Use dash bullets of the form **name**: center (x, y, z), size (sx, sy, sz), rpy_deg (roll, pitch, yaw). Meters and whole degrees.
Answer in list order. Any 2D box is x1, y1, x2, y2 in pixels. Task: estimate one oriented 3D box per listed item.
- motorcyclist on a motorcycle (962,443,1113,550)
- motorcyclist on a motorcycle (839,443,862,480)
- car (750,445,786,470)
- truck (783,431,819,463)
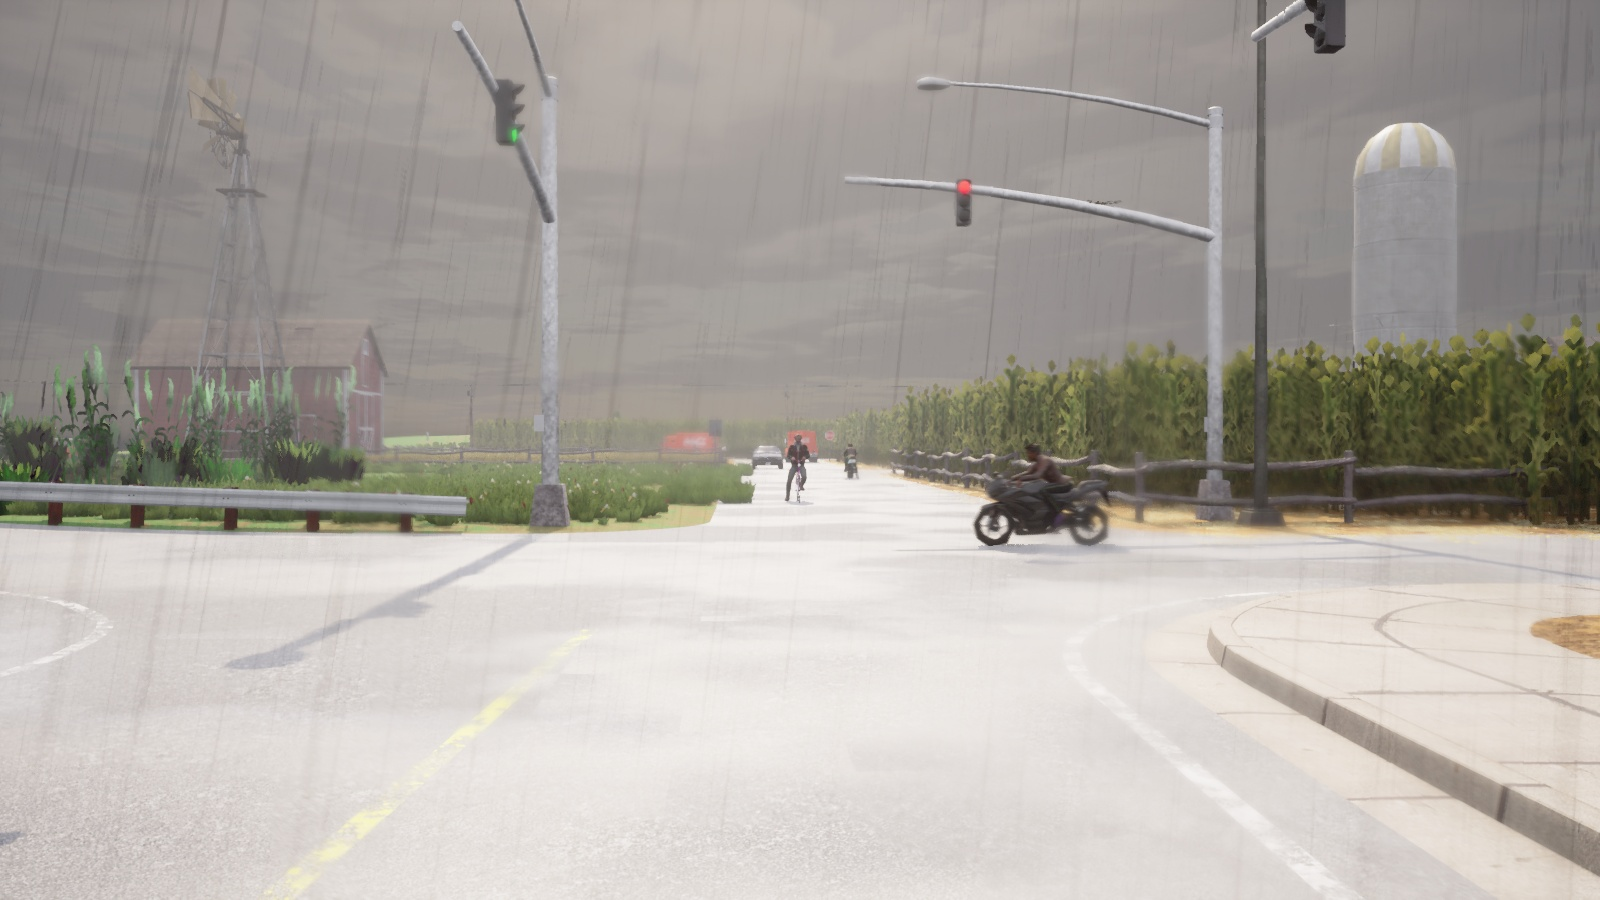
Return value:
- **motorcyclist on a motorcycle**: center (3.453, 0.662, 18.383), size (2.044, 1.523, 0.797), rpy_deg (0, 0, -1)
- **motorcyclist on a motorcycle**: center (2.136, 0.466, 52.930), size (0.797, 1.523, 2.044), rpy_deg (0, 0, -3)
- **car**: center (-1.918, 0.408, 74.234), size (2.033, 1.411, 5.357), rpy_deg (0, 0, -2)
- **truck**: center (0.070, -0.264, 99.126), size (2.627, 2.467, 5.204), rpy_deg (0, 0, -2)
